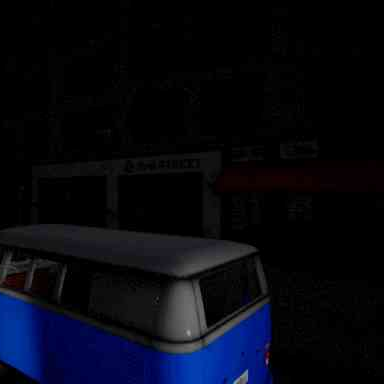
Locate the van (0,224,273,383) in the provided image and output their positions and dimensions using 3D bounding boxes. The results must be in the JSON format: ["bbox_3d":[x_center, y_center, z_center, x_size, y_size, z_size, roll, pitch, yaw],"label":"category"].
[{"bbox_3d":[-1.094,1.341,3.861,3.998,1.788,1.690,0,0,36],"label":"van"}]
